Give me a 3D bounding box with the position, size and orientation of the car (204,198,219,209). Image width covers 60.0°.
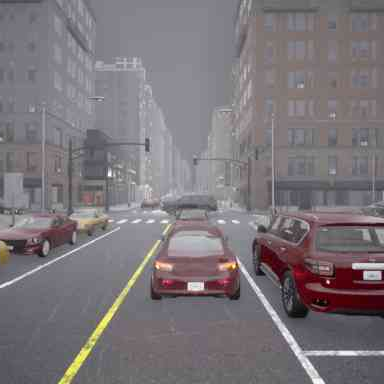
[{"bbox_3d":[2.625,1.593,45.583,1.802,1.307,4.206,1,0,0],"label":"car"}]

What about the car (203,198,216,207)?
[{"bbox_3d":[2.618,1.594,51.257,1.802,1.307,4.206,1,0,0],"label":"car"}]

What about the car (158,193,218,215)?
[{"bbox_3d":[-0.236,1.252,32.864,5.566,2.045,2.150,0,-1,1],"label":"car"}]

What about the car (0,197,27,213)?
[{"bbox_3d":[-17.294,1.198,29.740,4.553,1.767,2.097,1,-1,0],"label":"car"}]

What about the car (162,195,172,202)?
[{"bbox_3d":[-5.938,1.466,79.620,1.967,1.590,4.097,1,0,0],"label":"car"}]

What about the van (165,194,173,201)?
[{"bbox_3d":[-5.944,1.371,85.293,1.690,1.788,3.998,1,0,0],"label":"van"}]

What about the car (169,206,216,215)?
[{"bbox_3d":[0.043,1.605,17.446,1.895,1.301,4.718,0,0,0],"label":"car"}]

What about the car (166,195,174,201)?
[{"bbox_3d":[-5.952,1.615,90.965,1.802,1.307,4.206,1,0,0],"label":"car"}]

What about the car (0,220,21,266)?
[{"bbox_3d":[-5.857,1.527,7.144,1.752,1.417,4.829,1,0,0],"label":"car"}]

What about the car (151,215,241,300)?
[{"bbox_3d":[0.076,1.528,8.268,1.812,1.442,4.674,0,0,0],"label":"car"}]

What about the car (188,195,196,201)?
[{"bbox_3d":[-0.095,1.570,85.314,2.033,1.411,5.357,0,0,0],"label":"car"}]

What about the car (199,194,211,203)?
[{"bbox_3d":[2.602,1.335,68.277,2.192,1.841,5.009,1,0,0],"label":"car"}]

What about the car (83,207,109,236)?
[{"bbox_3d":[-5.870,1.529,18.393,1.752,1.417,4.829,1,0,0],"label":"car"}]

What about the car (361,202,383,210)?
[{"bbox_3d":[19.040,1.703,32.773,4.892,1.490,1.837,1,-1,0],"label":"car"}]

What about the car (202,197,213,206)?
[{"bbox_3d":[2.612,1.597,56.930,1.802,1.307,4.206,1,0,0],"label":"car"}]

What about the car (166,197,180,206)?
[{"bbox_3d":[-3.151,1.561,55.346,2.033,1.411,5.357,0,0,0],"label":"car"}]

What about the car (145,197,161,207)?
[{"bbox_3d":[-5.907,1.557,51.256,1.887,1.381,4.507,1,0,0],"label":"car"}]

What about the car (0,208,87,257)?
[{"bbox_3d":[-5.864,1.547,12.938,1.887,1.381,4.507,1,0,0],"label":"car"}]

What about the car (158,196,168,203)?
[{"bbox_3d":[-5.927,1.601,68.274,1.802,1.307,4.206,1,0,0],"label":"car"}]

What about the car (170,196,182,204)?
[{"bbox_3d":[-3.105,1.566,65.774,2.033,1.411,5.357,0,0,1],"label":"car"}]

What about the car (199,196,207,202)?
[{"bbox_3d":[2.586,1.608,79.623,1.802,1.307,4.206,1,0,0],"label":"car"}]

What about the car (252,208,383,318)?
[{"bbox_3d":[2.670,1.317,7.315,2.192,1.841,5.009,1,0,0],"label":"car"}]

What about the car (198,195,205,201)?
[{"bbox_3d":[2.573,1.599,90.970,1.947,1.339,4.313,1,0,0],"label":"car"}]

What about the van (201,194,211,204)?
[{"bbox_3d":[2.608,1.358,62.604,1.690,1.788,3.998,1,0,0],"label":"van"}]

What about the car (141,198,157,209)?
[{"bbox_3d":[-5.901,1.555,45.583,1.887,1.381,4.507,1,0,0],"label":"car"}]
